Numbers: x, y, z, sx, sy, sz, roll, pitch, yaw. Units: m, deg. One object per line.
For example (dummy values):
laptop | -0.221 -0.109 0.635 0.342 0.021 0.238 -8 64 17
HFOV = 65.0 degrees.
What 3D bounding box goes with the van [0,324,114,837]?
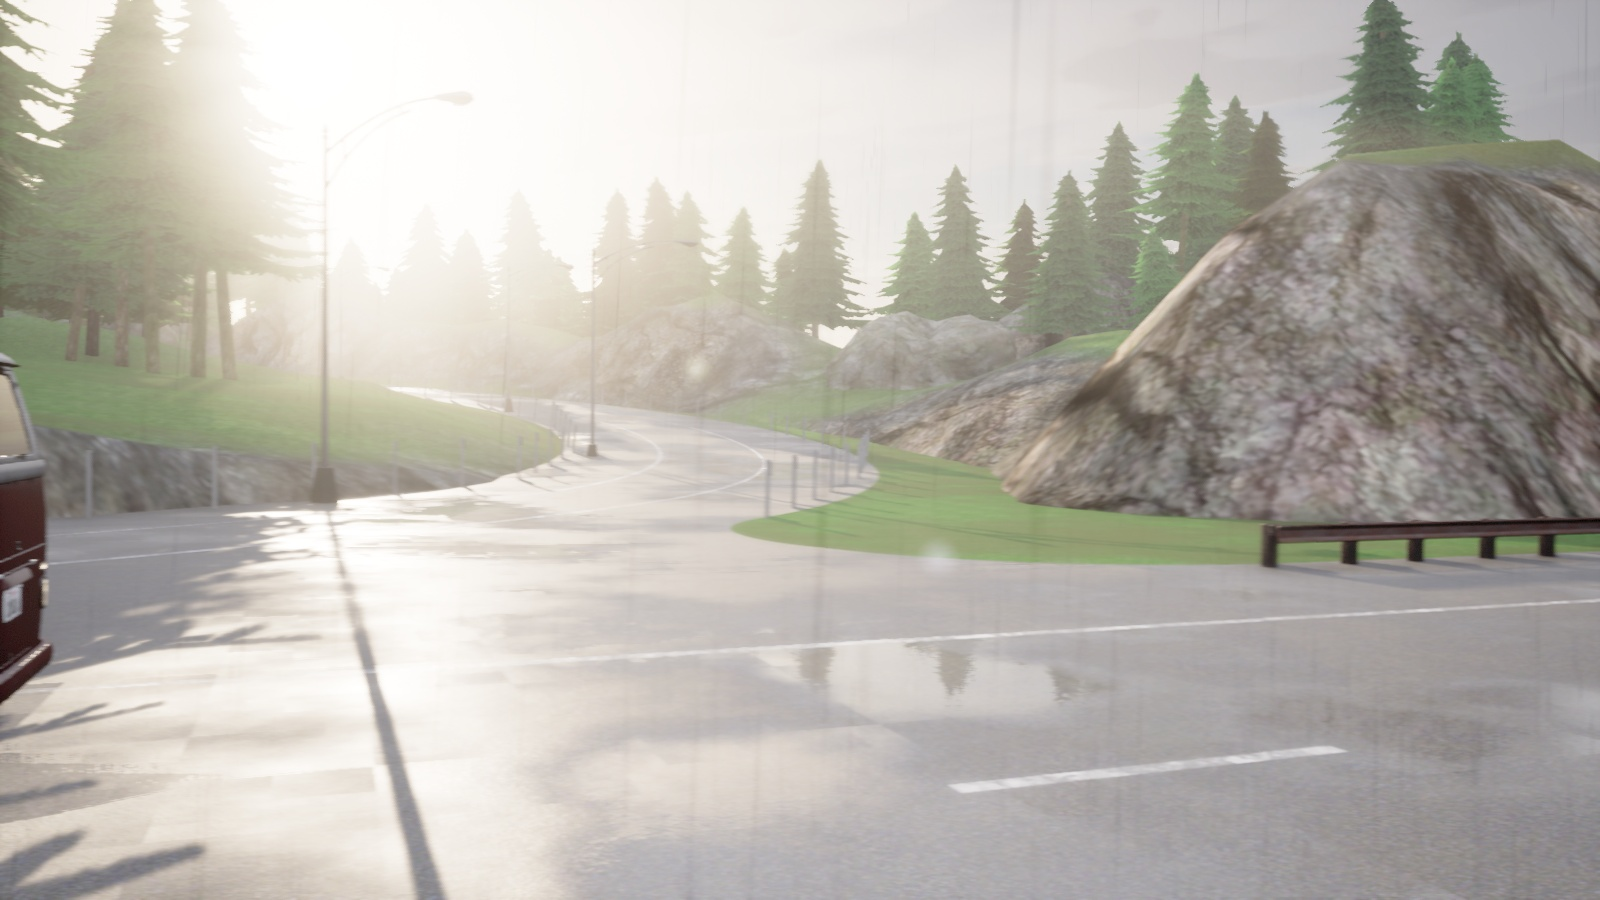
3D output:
van | -5.368 0.536 4.942 4.442 1.987 1.775 -1 1 -21
